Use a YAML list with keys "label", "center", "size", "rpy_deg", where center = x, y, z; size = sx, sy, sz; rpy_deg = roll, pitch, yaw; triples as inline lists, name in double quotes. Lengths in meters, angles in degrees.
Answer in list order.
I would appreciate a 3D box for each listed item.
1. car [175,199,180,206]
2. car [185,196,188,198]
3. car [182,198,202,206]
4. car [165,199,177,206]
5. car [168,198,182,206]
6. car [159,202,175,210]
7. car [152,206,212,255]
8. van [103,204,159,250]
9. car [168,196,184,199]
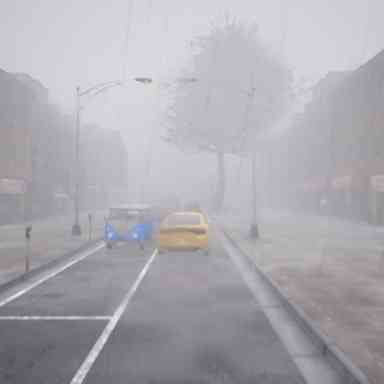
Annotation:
- label: "car"
  center: [-2.662, 1.765, 36.671]
  size: [1.887, 1.381, 4.507]
  rpy_deg: [2, 0, 0]
- label: "car"
  center: [0.035, 1.818, 54.670]
  size: [1.882, 1.535, 5.008]
  rpy_deg: [0, 0, 0]
- label: "car"
  center: [0.055, 1.726, 36.829]
  size: [1.837, 1.490, 4.892]
  rpy_deg: [0, 0, 0]
- label: "car"
  center: [-2.655, 1.709, 30.966]
  size: [1.752, 1.417, 4.829]
  rpy_deg: [2, 0, 0]
- label: "car"
  center: [-2.669, 1.807, 42.206]
  size: [2.008, 1.369, 4.403]
  rpy_deg: [1, 0, 0]
- label: "car"
  center: [-2.649, 1.717, 25.601]
  size: [1.947, 1.339, 4.313]
  rpy_deg: [2, 0, 0]
- label: "car"
  center: [-0.233, 1.556, 13.715]
  size: [1.882, 1.535, 5.008]
  rpy_deg: [0, 0, 2]
- label: "van"
  center: [-2.629, 1.425, 14.532]
  size: [1.690, 1.788, 3.998]
  rpy_deg: [2, 0, 0]
- label: "car"
  center: [-2.670, 1.608, 47.742]
  size: [2.192, 1.841, 5.009]
  rpy_deg: [1, 0, 0]
